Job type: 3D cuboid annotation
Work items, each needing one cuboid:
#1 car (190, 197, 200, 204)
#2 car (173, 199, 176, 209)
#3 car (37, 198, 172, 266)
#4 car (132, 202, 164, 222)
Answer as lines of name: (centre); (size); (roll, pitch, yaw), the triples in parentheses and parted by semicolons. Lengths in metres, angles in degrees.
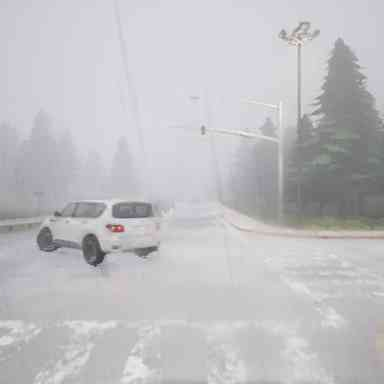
car: (0.667, 1.653, 67.131); (2.128, 1.511, 4.902); (0, 0, 2)
car: (-3.436, 1.605, 48.489); (2.128, 1.511, 4.902); (0, 0, 1)
car: (-3.495, 1.263, 12.071); (5.566, 2.045, 2.150); (-1, -2, 44)
car: (-3.595, 1.613, 28.037); (2.033, 1.411, 5.357); (0, 0, 0)
